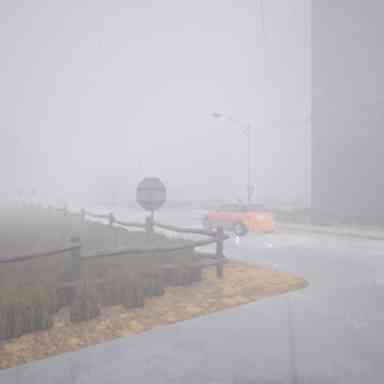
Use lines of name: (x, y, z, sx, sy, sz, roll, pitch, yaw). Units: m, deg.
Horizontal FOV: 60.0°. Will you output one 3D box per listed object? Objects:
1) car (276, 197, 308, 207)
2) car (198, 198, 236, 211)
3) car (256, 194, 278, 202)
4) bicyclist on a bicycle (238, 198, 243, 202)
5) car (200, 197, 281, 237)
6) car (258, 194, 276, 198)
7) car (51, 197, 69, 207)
car: (15.679, 1.471, 51.058, 5.008, 1.535, 1.882, 0, 0, -36)
car: (3.138, 1.522, 41.808, 4.674, 1.442, 1.812, 0, 0, -36)
car: (16.541, 1.302, 73.188, 1.932, 1.855, 4.605, 0, 0, -36)
bicyclist on a bicycle: (3.612, 1.298, 24.452, 1.656, 1.620, 0.582, 0, 0, -36)
car: (2.431, 1.350, 18.481, 2.097, 1.767, 4.553, 0, 0, -29)
car: (13.025, 1.474, 54.221, 2.242, 1.667, 4.611, 0, 0, -36)
car: (-20.527, 1.475, 51.719, 1.882, 1.535, 5.008, 0, 0, -34)
